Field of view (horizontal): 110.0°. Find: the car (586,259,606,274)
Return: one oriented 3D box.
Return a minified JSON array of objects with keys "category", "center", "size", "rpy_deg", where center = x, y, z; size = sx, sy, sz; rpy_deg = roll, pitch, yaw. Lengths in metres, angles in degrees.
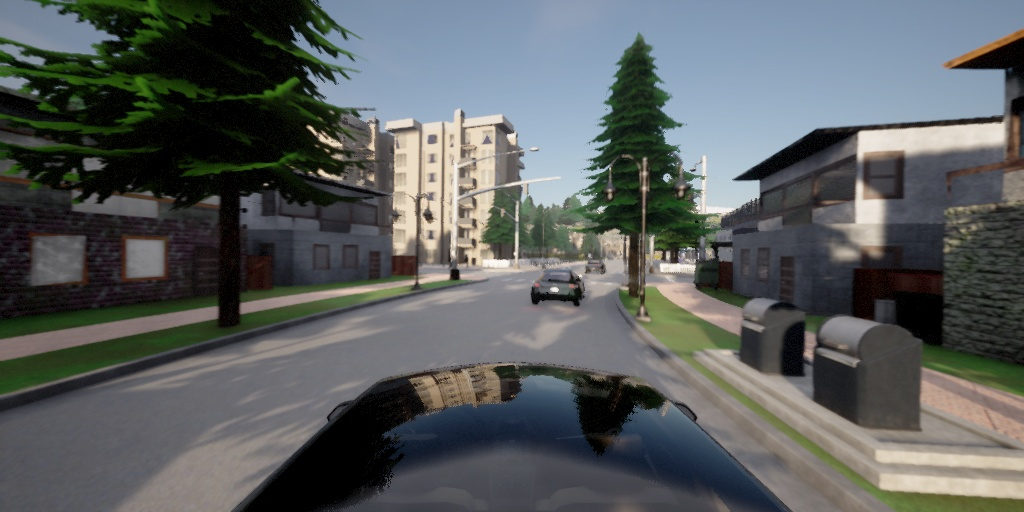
[{"category":"car","center":[9.060,1.116,38.801],"size":[2.128,1.511,4.902],"rpy_deg":[1,0,19]}]

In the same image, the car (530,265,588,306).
[{"category":"car","center":[2.061,1.238,15.536],"size":[1.994,1.385,4.181],"rpy_deg":[1,0,14]}]
